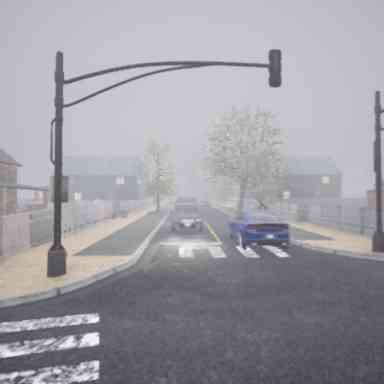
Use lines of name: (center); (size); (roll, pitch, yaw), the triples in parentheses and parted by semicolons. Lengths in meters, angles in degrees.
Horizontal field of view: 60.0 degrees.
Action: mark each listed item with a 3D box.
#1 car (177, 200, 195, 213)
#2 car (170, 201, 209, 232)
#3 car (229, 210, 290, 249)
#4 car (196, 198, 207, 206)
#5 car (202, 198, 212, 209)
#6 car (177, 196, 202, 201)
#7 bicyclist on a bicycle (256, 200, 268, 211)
car: (-0.729, 1.745, 41.725); (2.033, 1.411, 5.357); (0, 0, -1)
car: (-0.291, 1.587, 21.028); (2.128, 1.511, 4.902); (0, 0, -1)
car: (2.870, 1.550, 15.029); (1.882, 1.535, 5.008); (0, 0, -2)
car: (1.688, 1.801, 61.251); (1.837, 1.490, 4.892); (0, 0, -1)
car: (2.013, 1.796, 50.672); (2.033, 1.411, 5.357); (0, 0, -1)
car: (-0.509, 1.367, 31.049); (2.150, 2.045, 5.566); (0, 0, -1)
bicyclist on a bicycle: (5.467, 1.439, 26.025); (1.656, 1.620, 0.582); (0, 0, -1)
